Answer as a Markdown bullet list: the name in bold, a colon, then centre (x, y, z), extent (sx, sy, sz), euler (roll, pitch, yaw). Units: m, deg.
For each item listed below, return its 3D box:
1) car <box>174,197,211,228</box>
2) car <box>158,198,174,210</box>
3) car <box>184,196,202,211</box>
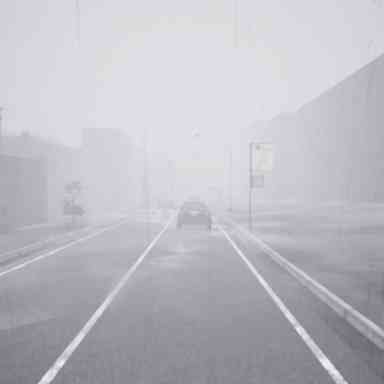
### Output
- **car**: centre (0.141, 1.342, 22.031), extent (2.097, 1.767, 4.553), euler (0, 0, 0)
- **car**: centre (-3.376, 1.502, 44.245), extent (1.882, 1.535, 5.008), euler (0, 0, 0)
- **car**: centre (0.121, 1.371, 42.401), extent (2.097, 1.767, 4.553), euler (0, 0, 0)
